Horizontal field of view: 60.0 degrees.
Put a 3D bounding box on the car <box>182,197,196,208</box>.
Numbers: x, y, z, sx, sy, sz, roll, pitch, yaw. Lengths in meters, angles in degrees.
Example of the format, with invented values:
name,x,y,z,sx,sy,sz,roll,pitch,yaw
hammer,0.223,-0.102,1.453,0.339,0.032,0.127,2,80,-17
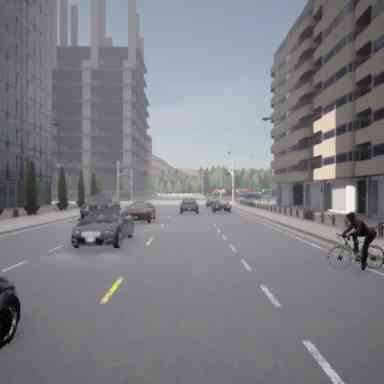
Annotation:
name,x,y,z,sx,sy,sz,roll,pitch,yaw
car,-0.458,1.512,48.150,2.033,1.411,5.357,0,0,-1

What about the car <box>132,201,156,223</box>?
name,x,y,z,sx,sy,sz,roll,pitch,yaw
car,-3.855,1.459,25.192,1.882,1.535,5.008,0,0,-1

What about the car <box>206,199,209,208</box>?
name,x,y,z,sx,sy,sz,roll,pitch,yaw
car,2.980,1.565,48.050,1.895,1.301,4.718,0,0,-1

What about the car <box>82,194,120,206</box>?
name,x,y,z,sx,sy,sz,roll,pitch,yaw
car,-7.293,1.189,27.121,2.150,2.045,5.566,0,0,-1

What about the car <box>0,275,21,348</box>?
name,x,y,z,sx,sy,sz,roll,pitch,yaw
car,-3.620,1.562,3.442,1.994,1.385,4.181,0,0,-1

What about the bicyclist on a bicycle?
name,x,y,z,sx,sy,sz,roll,pitch,yaw
bicyclist on a bicycle,4.704,1.418,9.511,1.656,1.620,0.582,0,0,-1

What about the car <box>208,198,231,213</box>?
name,x,y,z,sx,sy,sz,roll,pitch,yaw
car,3.162,1.574,36.888,1.895,1.301,4.718,0,0,0

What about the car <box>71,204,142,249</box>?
name,x,y,z,sx,sy,sz,roll,pitch,yaw
car,-3.747,1.482,14.615,2.128,1.511,4.902,0,0,-1

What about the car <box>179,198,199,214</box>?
name,x,y,z,sx,sy,sz,roll,pitch,yaw
car,-0.283,1.466,35.048,2.128,1.511,4.902,0,0,-1
